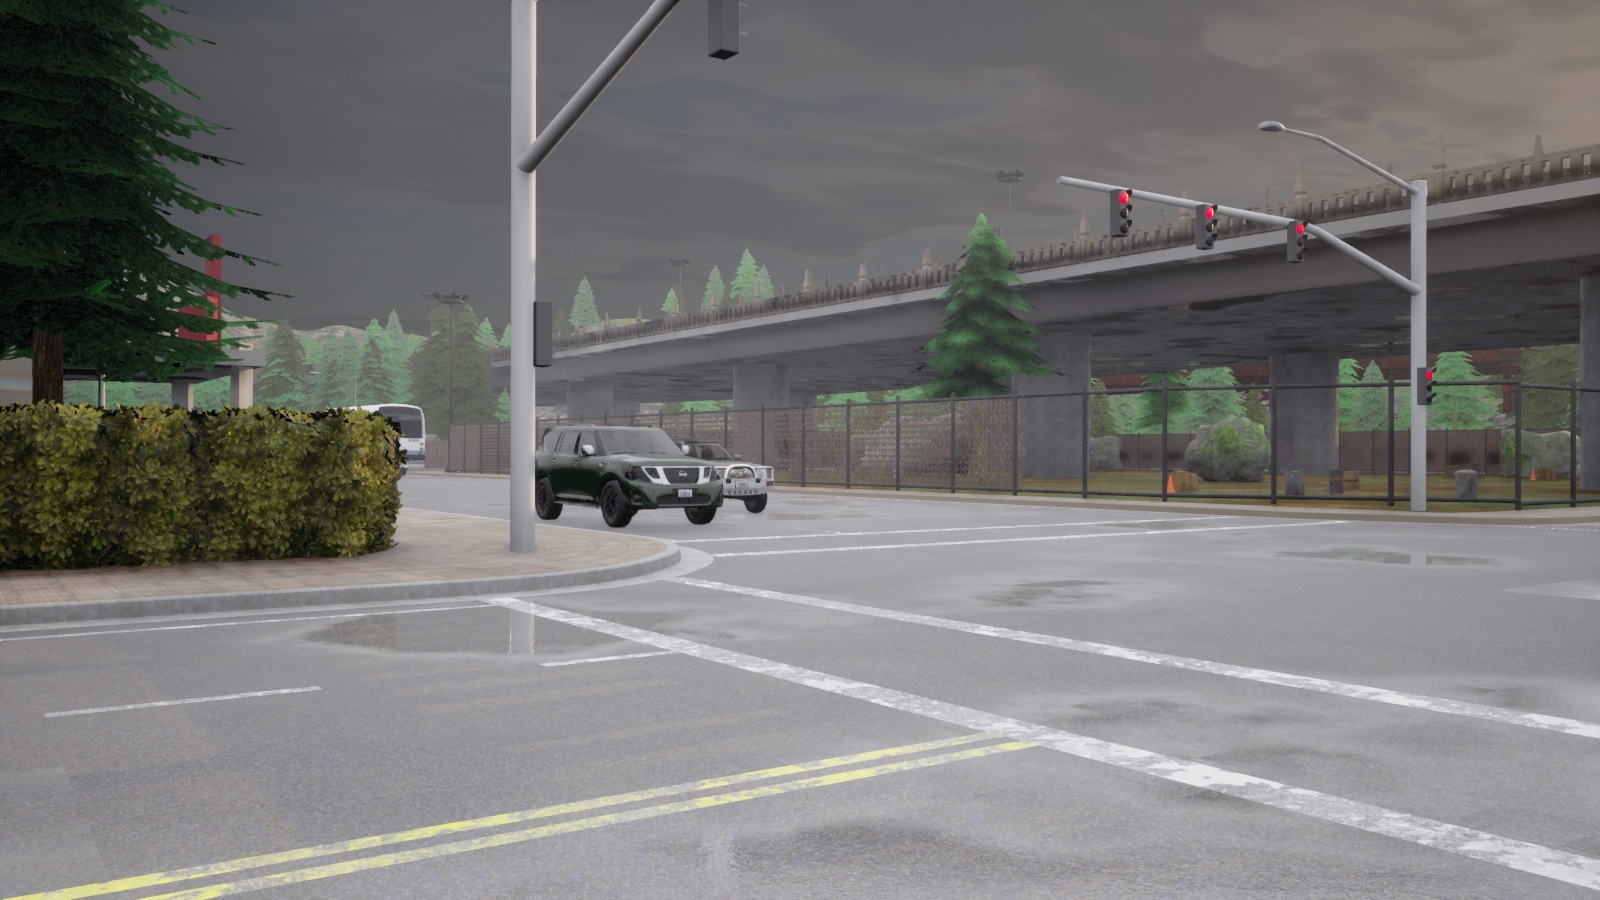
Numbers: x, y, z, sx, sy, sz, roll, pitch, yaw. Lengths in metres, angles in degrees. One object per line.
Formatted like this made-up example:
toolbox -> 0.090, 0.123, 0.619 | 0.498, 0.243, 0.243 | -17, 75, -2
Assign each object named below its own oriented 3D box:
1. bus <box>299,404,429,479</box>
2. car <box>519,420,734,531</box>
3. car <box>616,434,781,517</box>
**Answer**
bus -> -26.981, -0.440, 77.391 | 3.944, 4.253, 10.273 | 2, -1, -41
car -> -3.754, 0.480, 26.073 | 2.150, 2.045, 5.566 | 0, 0, -35
car -> -2.550, 0.586, 30.483 | 1.932, 1.855, 4.605 | 0, 0, -35
